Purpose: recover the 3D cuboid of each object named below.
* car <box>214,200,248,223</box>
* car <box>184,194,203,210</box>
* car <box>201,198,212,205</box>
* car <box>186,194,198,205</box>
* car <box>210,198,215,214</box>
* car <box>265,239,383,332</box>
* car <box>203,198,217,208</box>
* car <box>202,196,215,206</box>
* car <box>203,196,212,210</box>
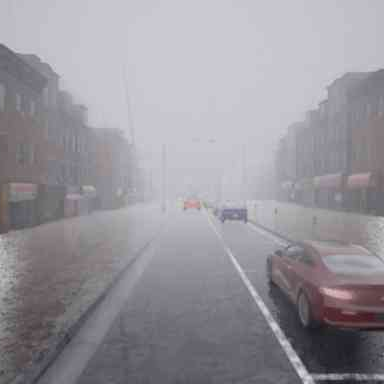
[{"bbox_3d":[3.028,1.495,25.533,1.882,1.535,5.008,0,0,0],"label":"car"},{"bbox_3d":[0.037,1.441,44.111,2.097,1.767,4.553,0,0,0],"label":"car"},{"bbox_3d":[2.664,1.711,61.298,1.802,1.307,4.206,0,0,0],"label":"car"},{"bbox_3d":[0.035,1.388,63.524,2.150,2.045,5.566,0,-2,0],"label":"car"},{"bbox_3d":[3.040,1.557,32.534,1.812,1.442,4.674,0,0,0],"label":"car"},{"bbox_3d":[2.640,1.581,6.630,1.802,1.307,4.206,0,0,0],"label":"car"},{"bbox_3d":[2.659,1.667,50.365,1.802,1.307,4.206,0,0,0],"label":"car"},{"bbox_3d":[2.661,1.546,55.832,1.967,1.590,4.097,0,0,0],"label":"car"},{"bbox_3d":[2.657,1.593,45.068,1.752,1.417,4.829,0,0,0],"label":"car"}]
